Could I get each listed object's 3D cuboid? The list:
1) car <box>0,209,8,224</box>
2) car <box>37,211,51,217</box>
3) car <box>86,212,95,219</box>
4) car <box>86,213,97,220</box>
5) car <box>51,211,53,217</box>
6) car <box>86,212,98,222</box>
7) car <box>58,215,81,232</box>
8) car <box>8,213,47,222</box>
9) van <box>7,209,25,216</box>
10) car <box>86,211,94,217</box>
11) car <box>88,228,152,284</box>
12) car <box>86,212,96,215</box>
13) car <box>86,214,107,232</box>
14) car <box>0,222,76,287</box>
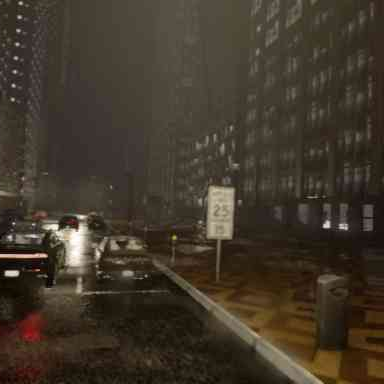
[{"bbox_3d":[-15.711,2.275,25.123,1.967,1.590,4.097,4,-4,-18],"label":"car"},{"bbox_3d":[-26.002,3.969,57.324,1.802,1.307,4.206,4,-4,-18],"label":"car"},{"bbox_3d":[-23.173,5.308,75.951,1.947,1.339,4.313,4,-4,-18],"label":"car"},{"bbox_3d":[-19.744,4.792,65.211,1.947,1.339,4.313,4,-4,-18],"label":"car"},{"bbox_3d":[-29.431,4.469,68.061,1.947,1.339,4.313,4,-4,-18],"label":"car"},{"bbox_3d":[-18.024,4.408,59.850,1.967,1.590,4.097,4,-4,-18],"label":"car"},{"bbox_3d":[-12.005,3.016,32.517,1.837,1.490,4.892,4,-3,-17],"label":"car"},{"bbox_3d":[-14.124,2.751,28.688,1.895,1.301,4.718,4,-4,-17],"label":"car"},{"bbox_3d":[-19.136,2.694,35.865,1.690,1.788,3.998,4,-4,-18],"label":"van"},{"bbox_3d":[-26.601,5.803,86.692,1.887,1.381,4.507,4,-4,-18],"label":"car"},{"bbox_3d":[-2.475,2.195,11.557,2.008,1.369,4.403,4,-4,-18],"label":"car"},{"bbox_3d":[-14.600,4.016,49.103,1.947,1.339,4.313,4,-4,-18],"label":"car"},{"bbox_3d":[-9.456,3.240,32.994,1.947,1.339,4.313,4,-4,-18],"label":"car"},{"bbox_3d":[-5.121,1.931,10.574,2.128,1.511,4.902,4,-4,-16],"label":"car"}]
